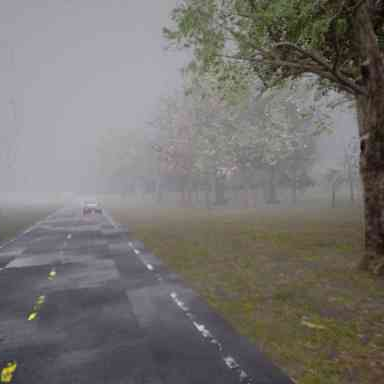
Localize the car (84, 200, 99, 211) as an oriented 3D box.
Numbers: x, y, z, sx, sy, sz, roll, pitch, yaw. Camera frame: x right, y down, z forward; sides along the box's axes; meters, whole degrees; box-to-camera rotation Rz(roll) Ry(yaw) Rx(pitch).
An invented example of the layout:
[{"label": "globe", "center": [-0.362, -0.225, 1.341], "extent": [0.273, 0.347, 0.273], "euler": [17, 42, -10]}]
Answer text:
[{"label": "car", "center": [-14.437, 1.899, 47.769], "extent": [1.895, 1.301, 4.718], "euler": [-2, 0, -17]}]

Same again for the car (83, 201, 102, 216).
[{"label": "car", "center": [-10.868, 1.828, 36.396], "extent": [1.895, 1.301, 4.718], "euler": [-2, 0, -17]}]
